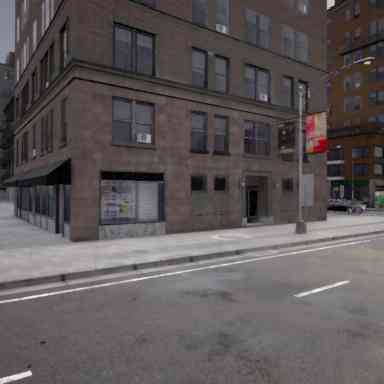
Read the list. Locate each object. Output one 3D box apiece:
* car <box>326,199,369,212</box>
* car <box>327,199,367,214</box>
[{"bbox_3d":[18.726,1.577,40.137,1.947,1.339,4.313,0,0,-35],"label":"car"},{"bbox_3d":[15.654,1.482,34.977,2.128,1.511,4.902,0,0,-35],"label":"car"}]
